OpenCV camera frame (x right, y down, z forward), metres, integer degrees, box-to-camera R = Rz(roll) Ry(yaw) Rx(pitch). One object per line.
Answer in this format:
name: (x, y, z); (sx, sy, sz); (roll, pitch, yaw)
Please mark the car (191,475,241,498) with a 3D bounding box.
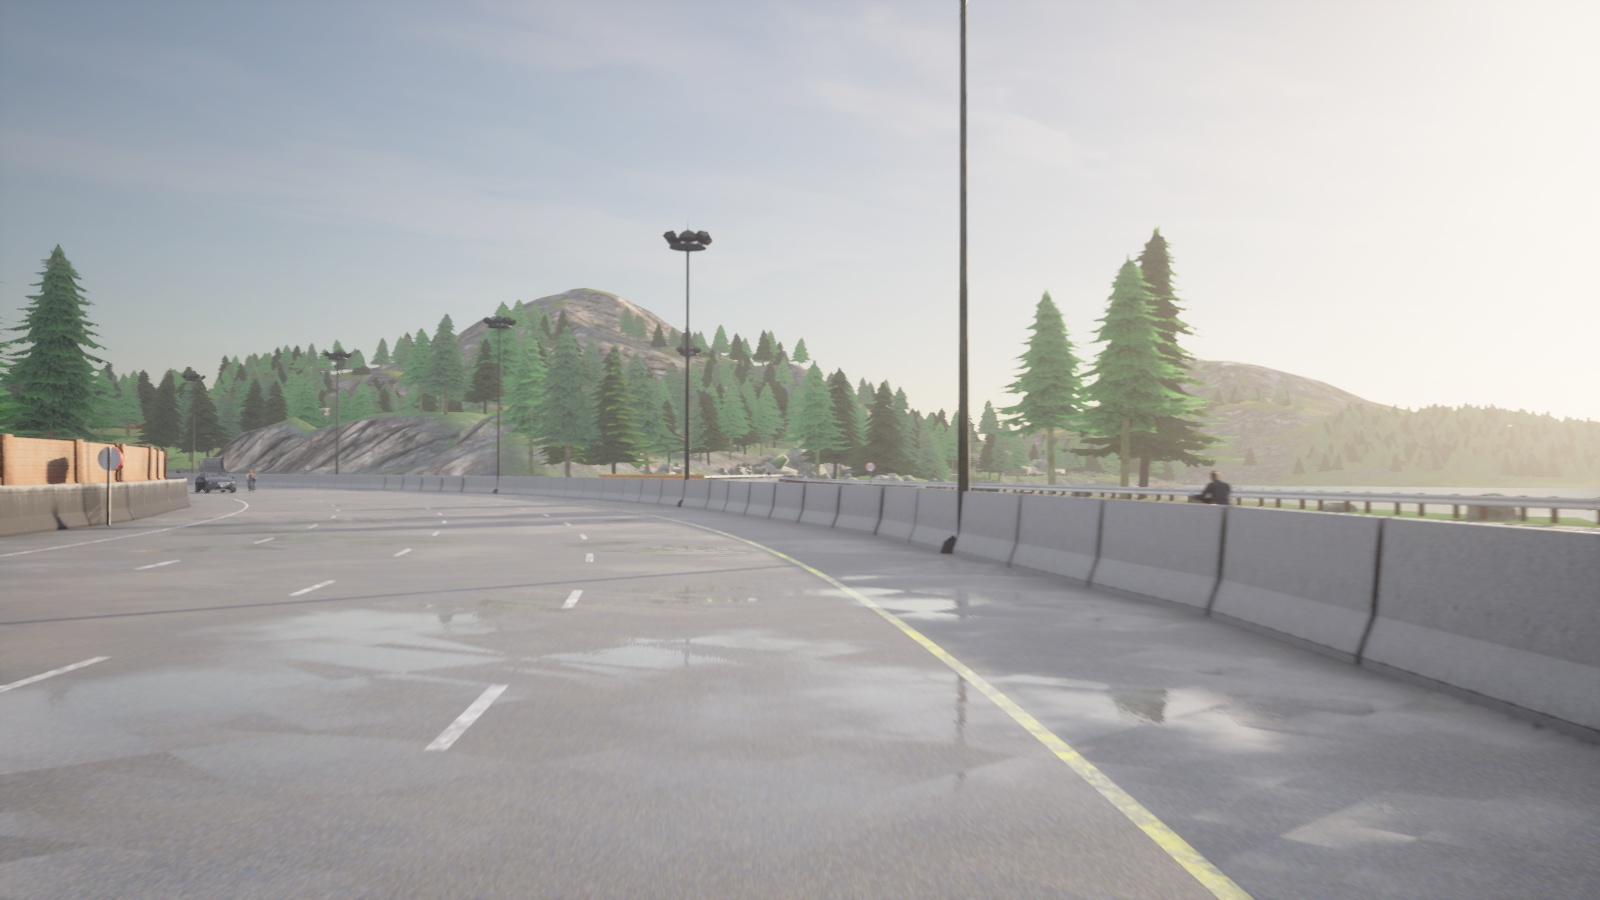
car: (-39.140, 2.428, 84.103); (2.128, 1.511, 4.902); (0, -1, -37)
